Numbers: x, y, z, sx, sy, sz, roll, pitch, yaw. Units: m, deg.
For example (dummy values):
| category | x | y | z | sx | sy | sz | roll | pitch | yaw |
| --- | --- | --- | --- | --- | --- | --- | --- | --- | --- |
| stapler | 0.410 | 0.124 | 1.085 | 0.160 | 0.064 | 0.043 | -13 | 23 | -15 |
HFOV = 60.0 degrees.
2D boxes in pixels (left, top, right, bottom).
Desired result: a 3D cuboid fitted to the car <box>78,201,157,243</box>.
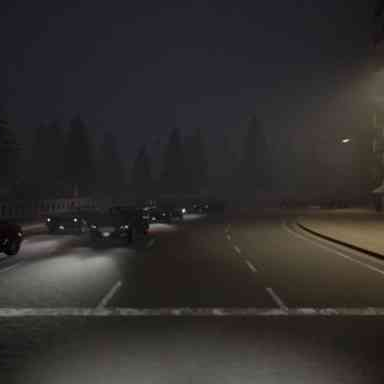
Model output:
| category | x | y | z | sx | sy | sz | roll | pitch | yaw |
| --- | --- | --- | --- | --- | --- | --- | --- | --- | --- |
| car | -3.256 | 1.416 | 15.730 | 2.128 | 1.511 | 4.902 | 0 | 0 | 4 |

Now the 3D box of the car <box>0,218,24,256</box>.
| category | x | y | z | sx | sy | sz | roll | pitch | yaw |
| --- | --- | --- | --- | --- | --- | --- | --- | --- | --- |
| car | -6.985 | 1.456 | 10.142 | 1.812 | 1.442 | 4.674 | 0 | 0 | 2 |

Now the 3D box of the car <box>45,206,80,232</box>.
| category | x | y | z | sx | sy | sz | roll | pitch | yaw |
| --- | --- | --- | --- | --- | --- | --- | --- | --- | --- |
| car | -6.451 | 1.509 | 19.222 | 1.895 | 1.301 | 4.718 | 0 | 0 | 6 |

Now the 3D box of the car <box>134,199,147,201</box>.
| category | x | y | z | sx | sy | sz | roll | pitch | yaw |
| --- | --- | --- | --- | --- | --- | --- | --- | --- | --- |
| car | -4.335 | 1.379 | 29.067 | 2.128 | 1.511 | 4.902 | 0 | 0 | 20 |

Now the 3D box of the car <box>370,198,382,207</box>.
| category | x | y | z | sx | sy | sz | roll | pitch | yaw |
| --- | --- | --- | --- | --- | --- | --- | --- | --- | --- |
| car | 27.899 | 1.519 | 47.172 | 4.718 | 1.301 | 1.895 | 0 | 0 | -15 |

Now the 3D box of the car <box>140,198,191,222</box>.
| category | x | y | z | sx | sy | sz | roll | pitch | yaw |
| --- | --- | --- | --- | --- | --- | --- | --- | --- | --- |
| car | -1.952 | 1.450 | 25.461 | 2.033 | 1.411 | 5.357 | 0 | 0 | 15 |

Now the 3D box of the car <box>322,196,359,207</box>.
| category | x | y | z | sx | sy | sz | roll | pitch | yaw |
| --- | --- | --- | --- | --- | --- | --- | --- | --- | --- |
| car | 21.635 | 1.391 | 48.578 | 4.902 | 1.511 | 2.128 | 0 | 0 | -22 |

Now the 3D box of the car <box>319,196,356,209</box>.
| category | x | y | z | sx | sy | sz | roll | pitch | yaw |
| --- | --- | --- | --- | --- | --- | --- | --- | --- | --- |
| car | 18.435 | 1.385 | 42.673 | 5.008 | 1.535 | 1.882 | 0 | 0 | -34 |

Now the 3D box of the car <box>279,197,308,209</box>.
| category | x | y | z | sx | sy | sz | roll | pitch | yaw |
| --- | --- | --- | --- | --- | --- | --- | --- | --- | --- |
| car | 13.066 | 1.386 | 42.652 | 4.902 | 1.511 | 2.128 | 0 | 0 | -42 |

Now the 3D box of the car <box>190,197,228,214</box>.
| category | x | y | z | sx | sy | sz | roll | pitch | yaw |
| --- | --- | --- | --- | --- | --- | --- | --- | --- | --- |
| car | 1.929 | 1.489 | 34.693 | 1.895 | 1.301 | 4.718 | 0 | 0 | 31 |
